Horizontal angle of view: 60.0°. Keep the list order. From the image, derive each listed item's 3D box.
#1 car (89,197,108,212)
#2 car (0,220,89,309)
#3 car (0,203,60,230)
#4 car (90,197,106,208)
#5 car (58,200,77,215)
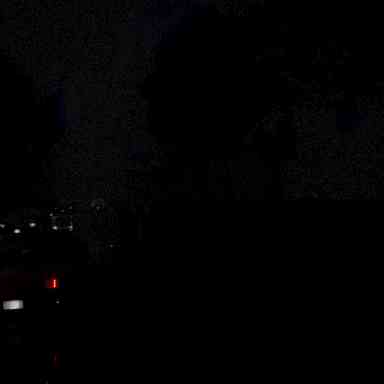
[{"bbox_3d":[-10.604,1.463,37.727,1.812,1.442,4.674,-1,0,-14],"label":"car"},{"bbox_3d":[-3.479,1.596,7.728,1.895,1.301,4.718,-1,0,-13],"label":"car"},{"bbox_3d":[-9.332,1.568,19.189,2.033,1.411,5.357,-1,0,-13],"label":"car"},{"bbox_3d":[-13.515,1.451,47.644,2.033,1.411,5.357,-1,0,-18],"label":"car"},{"bbox_3d":[-12.789,1.511,33.727,1.812,1.442,4.674,-1,0,-14],"label":"car"}]
